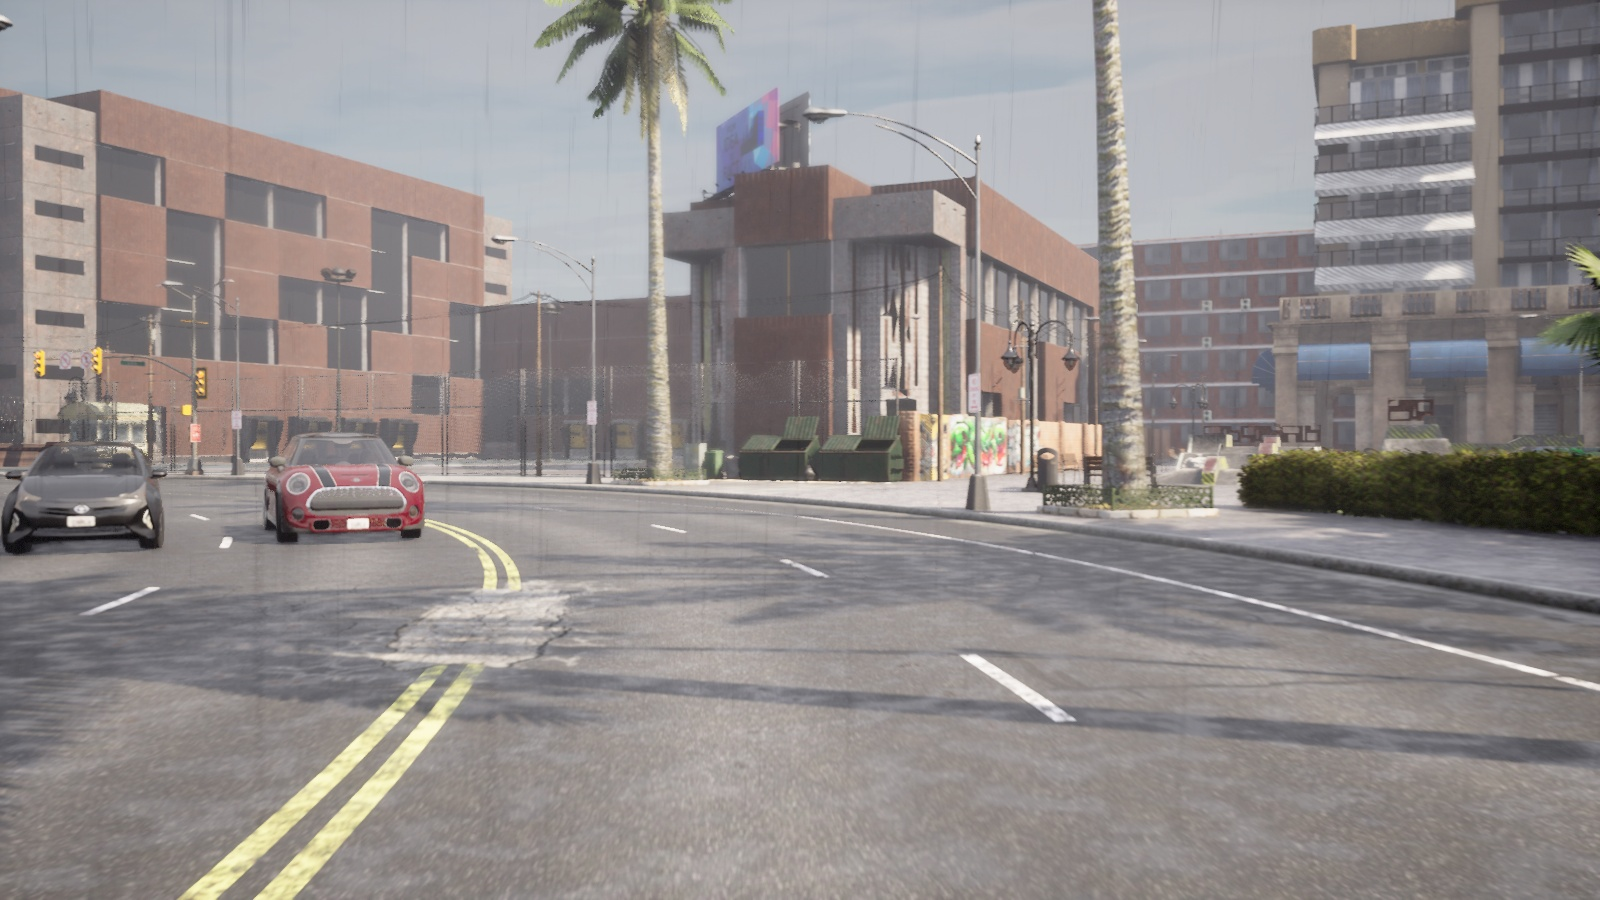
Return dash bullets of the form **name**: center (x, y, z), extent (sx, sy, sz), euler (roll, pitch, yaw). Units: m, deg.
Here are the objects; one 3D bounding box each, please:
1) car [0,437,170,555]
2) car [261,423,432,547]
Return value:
- **car**: center (-10.495, 0.582, 18.581), extent (2.007, 1.525, 4.514), euler (0, 0, -26)
- **car**: center (-7.466, 0.486, 20.371), extent (2.097, 1.767, 4.553), euler (0, 0, -26)
